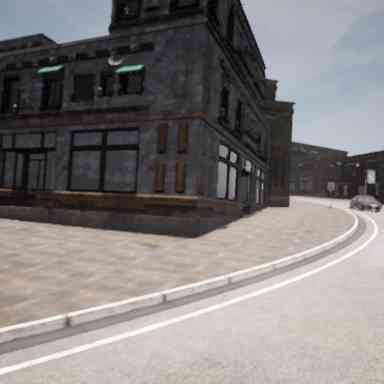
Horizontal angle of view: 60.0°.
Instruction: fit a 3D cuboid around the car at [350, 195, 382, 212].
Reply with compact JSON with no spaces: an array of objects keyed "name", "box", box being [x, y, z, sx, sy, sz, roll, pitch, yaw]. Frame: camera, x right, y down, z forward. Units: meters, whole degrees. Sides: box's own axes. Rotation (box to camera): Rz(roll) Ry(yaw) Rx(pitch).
[{"name":"car","box":[17.350,1.107,33.329,2.128,1.511,4.902,3,2,10]}]
